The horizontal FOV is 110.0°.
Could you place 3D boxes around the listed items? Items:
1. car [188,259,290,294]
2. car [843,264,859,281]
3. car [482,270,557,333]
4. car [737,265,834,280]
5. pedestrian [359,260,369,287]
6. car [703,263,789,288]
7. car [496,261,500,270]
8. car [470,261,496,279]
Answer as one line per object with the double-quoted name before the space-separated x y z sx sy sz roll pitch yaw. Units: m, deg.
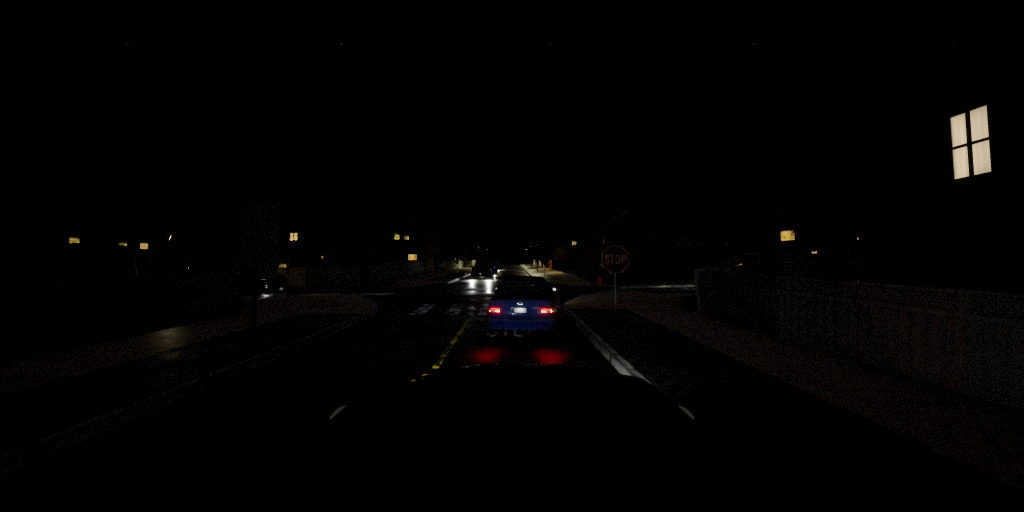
"car" -13.725 1.057 17.971 4.553 1.767 2.097 0 -3 2
"car" 24.777 1.283 26.664 4.892 1.490 1.837 0 -3 -19
"car" 0.374 1.310 10.810 2.033 1.411 5.357 0 0 4
"car" 16.283 1.144 21.081 5.008 1.535 1.882 0 -3 -14
"pedestrian" -9.793 1.148 23.671 0.375 1.860 0.375 0 -3 -1
"car" 15.681 1.301 24.082 5.008 1.535 1.882 0 -3 -14
"car" -2.794 1.347 44.371 1.882 1.535 5.008 0 0 0
"car" -2.814 1.333 34.174 1.837 1.490 4.892 0 0 0
